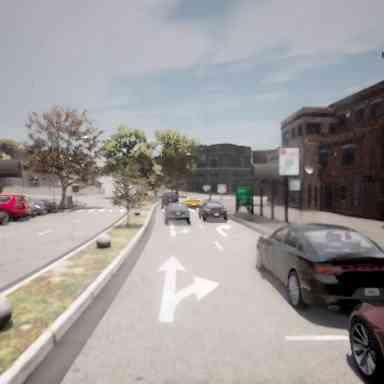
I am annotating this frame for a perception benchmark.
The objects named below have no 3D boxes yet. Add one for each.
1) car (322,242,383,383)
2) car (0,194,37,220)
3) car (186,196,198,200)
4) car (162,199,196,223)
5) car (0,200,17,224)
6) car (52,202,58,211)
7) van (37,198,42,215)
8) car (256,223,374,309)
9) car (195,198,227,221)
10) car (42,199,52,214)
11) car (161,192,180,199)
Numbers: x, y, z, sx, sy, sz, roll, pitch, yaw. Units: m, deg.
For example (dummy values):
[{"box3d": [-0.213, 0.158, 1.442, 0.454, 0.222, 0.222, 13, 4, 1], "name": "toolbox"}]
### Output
[{"box3d": [2.999, 1.505, 2.391, 2.163, 1.488, 4.792, 0, 0, 0], "name": "car"}, {"box3d": [-15.020, 1.193, 24.572, 5.566, 2.045, 2.435, 0, 0, -6], "name": "car"}, {"box3d": [0.070, 1.290, 43.203, 1.882, 1.535, 5.008, 0, 0, -4], "name": "car"}, {"box3d": [-1.141, 1.482, 24.718, 2.033, 1.411, 5.357, 0, 0, -5], "name": "car"}, {"box3d": [-14.687, 1.488, 21.866, 4.792, 1.488, 2.163, 0, 0, -5], "name": "car"}, {"box3d": [-15.855, 1.387, 32.788, 4.892, 1.521, 2.231, 0, 0, -6], "name": "car"}, {"box3d": [-15.168, 1.199, 27.317, 4.442, 1.987, 1.878, 0, 0, -6], "name": "van"}, {"box3d": [2.855, 1.466, 7.882, 2.097, 1.535, 5.008, 0, 0, -2], "name": "car"}, {"box3d": [1.581, 1.444, 26.300, 1.812, 1.442, 4.674, 0, 0, -5], "name": "car"}, {"box3d": [-15.604, 1.281, 30.044, 4.553, 1.767, 2.185, 0, 0, -6], "name": "car"}, {"box3d": [-2.782, 1.044, 42.754, 2.150, 2.045, 5.566, 0, 0, -4], "name": "car"}]
